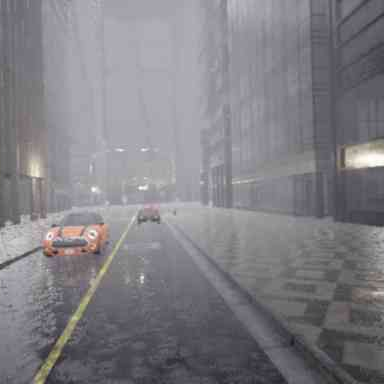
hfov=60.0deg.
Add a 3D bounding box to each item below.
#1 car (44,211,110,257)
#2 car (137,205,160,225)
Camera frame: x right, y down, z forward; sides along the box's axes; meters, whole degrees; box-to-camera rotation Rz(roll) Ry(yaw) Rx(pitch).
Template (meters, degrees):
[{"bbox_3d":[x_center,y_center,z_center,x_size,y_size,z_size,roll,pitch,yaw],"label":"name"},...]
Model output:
[{"bbox_3d":[-4.910,1.693,14.670,2.097,1.767,4.553,-2,-1,-8],"label":"car"},{"bbox_3d":[-3.787,2.099,29.130,1.895,1.301,4.718,-2,-1,-8],"label":"car"}]
